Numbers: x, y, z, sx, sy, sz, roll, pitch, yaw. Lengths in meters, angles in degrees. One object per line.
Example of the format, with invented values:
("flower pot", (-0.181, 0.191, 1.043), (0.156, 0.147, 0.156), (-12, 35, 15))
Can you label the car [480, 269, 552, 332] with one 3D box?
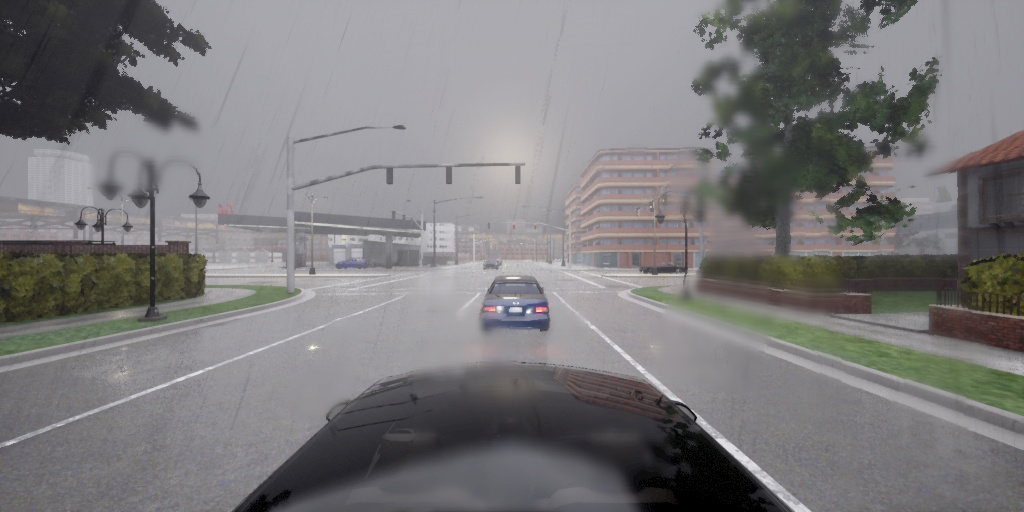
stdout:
("car", (0.098, 1.297, 10.844), (2.033, 1.411, 5.357), (0, 0, 0))

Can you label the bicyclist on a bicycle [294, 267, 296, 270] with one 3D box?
("bicyclist on a bicycle", (-29.016, 1.180, 47.116), (0.582, 1.620, 1.656), (-10, 5, 0))

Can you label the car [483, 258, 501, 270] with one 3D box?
("car", (-3.102, 1.102, 53.604), (2.097, 1.767, 4.553), (0, 0, 0))

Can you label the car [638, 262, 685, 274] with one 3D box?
("car", (16.329, 1.351, 38.893), (4.718, 1.301, 1.895), (0, 0, -3))
